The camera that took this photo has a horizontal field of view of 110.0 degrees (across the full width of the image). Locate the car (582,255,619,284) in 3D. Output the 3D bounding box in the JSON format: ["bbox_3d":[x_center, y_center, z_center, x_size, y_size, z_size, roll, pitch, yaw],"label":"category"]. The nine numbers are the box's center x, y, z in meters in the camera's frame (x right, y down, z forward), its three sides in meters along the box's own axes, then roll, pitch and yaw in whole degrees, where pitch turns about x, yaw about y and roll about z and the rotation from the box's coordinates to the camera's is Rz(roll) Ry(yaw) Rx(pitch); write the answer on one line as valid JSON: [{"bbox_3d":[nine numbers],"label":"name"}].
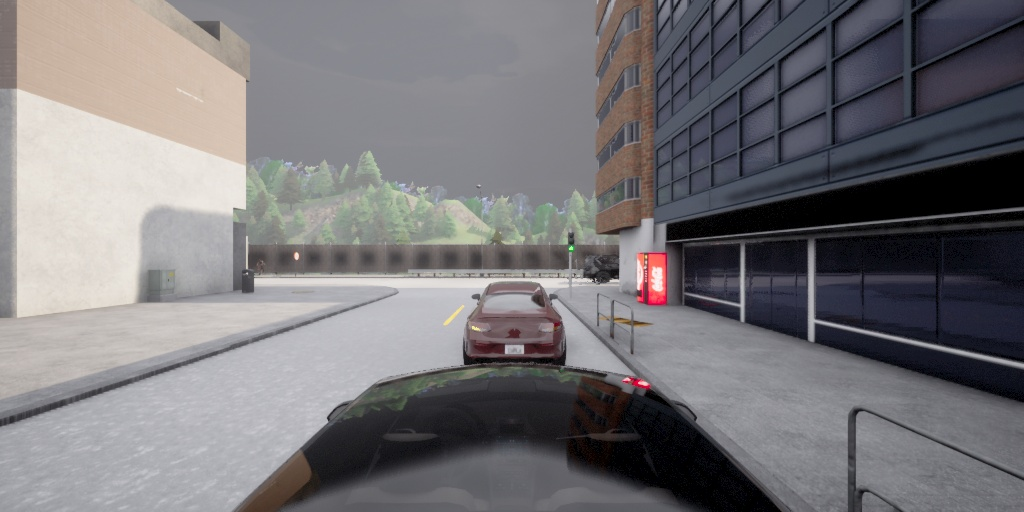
[{"bbox_3d":[7.934,0.971,26.071,5.566,2.045,2.150,0,0,0],"label":"car"}]

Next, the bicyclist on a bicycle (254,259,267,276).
[{"bbox_3d":[-24.187,1.099,34.496,0.582,1.620,1.656,0,0,0],"label":"bicyclist on a bicycle"}]

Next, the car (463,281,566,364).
[{"bbox_3d":[0.058,1.276,7.837,1.812,1.442,4.674,0,0,0],"label":"car"}]
